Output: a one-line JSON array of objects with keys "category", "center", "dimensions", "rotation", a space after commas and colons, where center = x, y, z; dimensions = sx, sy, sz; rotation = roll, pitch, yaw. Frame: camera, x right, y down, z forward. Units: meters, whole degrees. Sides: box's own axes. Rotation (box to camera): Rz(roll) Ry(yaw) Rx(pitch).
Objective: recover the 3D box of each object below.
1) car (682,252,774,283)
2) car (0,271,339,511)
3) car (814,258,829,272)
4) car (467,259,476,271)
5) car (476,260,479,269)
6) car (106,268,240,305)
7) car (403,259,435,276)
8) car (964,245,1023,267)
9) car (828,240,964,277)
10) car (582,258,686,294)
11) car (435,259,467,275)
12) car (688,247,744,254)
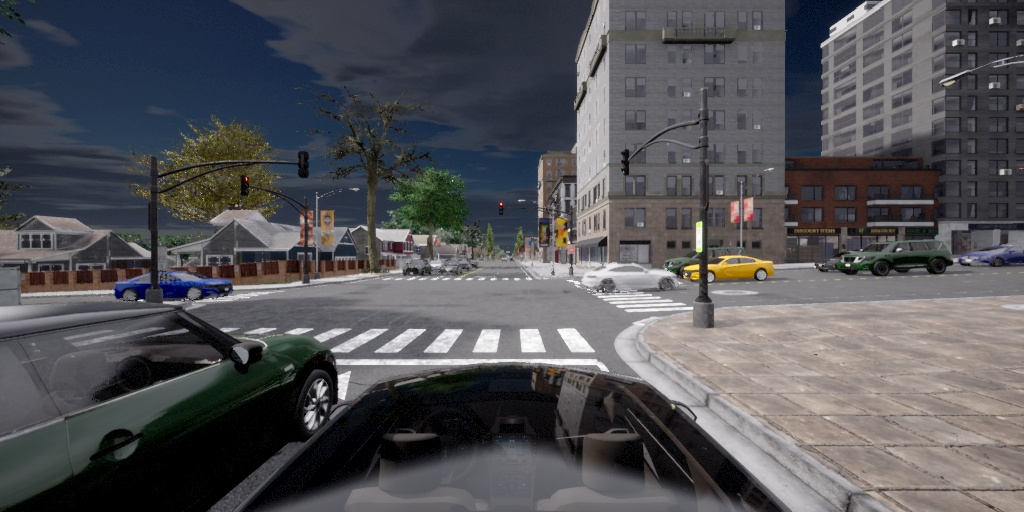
[{"category": "car", "center": [13.032, 0.742, 21.737], "dimensions": [5.008, 1.535, 1.882], "rotation": [-2, 0, -1]}, {"category": "car", "center": [-3.151, 1.102, 2.510], "dimensions": [2.097, 1.767, 4.553], "rotation": [0, 0, 0]}, {"category": "car", "center": [23.913, 0.343, 25.017], "dimensions": [4.892, 1.490, 1.837], "rotation": [-2, 0, 0]}, {"category": "car", "center": [-6.605, 1.335, 49.296], "dimensions": [2.033, 1.411, 5.357], "rotation": [0, 0, 0]}, {"category": "car", "center": [-6.594, 1.322, 60.081], "dimensions": [1.837, 1.490, 4.892], "rotation": [0, 0, 0]}, {"category": "car", "center": [-17.319, 1.536, 18.513], "dimensions": [5.008, 1.535, 1.882], "rotation": [-2, 0, -2]}, {"category": "car", "center": [-9.850, 1.120, 37.503], "dimensions": [2.097, 1.767, 4.553], "rotation": [0, 0, 0]}, {"category": "car", "center": [34.214, -0.017, 25.041], "dimensions": [4.674, 1.442, 1.812], "rotation": [-2, 0, 0]}, {"category": "car", "center": [23.128, 0.099, 21.765], "dimensions": [5.566, 2.045, 2.150], "rotation": [-2, 0, 0]}, {"category": "car", "center": [5.927, 1.074, 18.273], "dimensions": [4.674, 1.442, 1.812], "rotation": [-2, 0, 0]}, {"category": "car", "center": [-6.599, 1.262, 39.578], "dimensions": [2.128, 1.511, 4.902], "rotation": [0, 0, 0]}, {"category": "car", "center": [13.452, 0.459, 24.985], "dimensions": [5.566, 2.045, 2.150], "rotation": [-2, 0, 0]}]
